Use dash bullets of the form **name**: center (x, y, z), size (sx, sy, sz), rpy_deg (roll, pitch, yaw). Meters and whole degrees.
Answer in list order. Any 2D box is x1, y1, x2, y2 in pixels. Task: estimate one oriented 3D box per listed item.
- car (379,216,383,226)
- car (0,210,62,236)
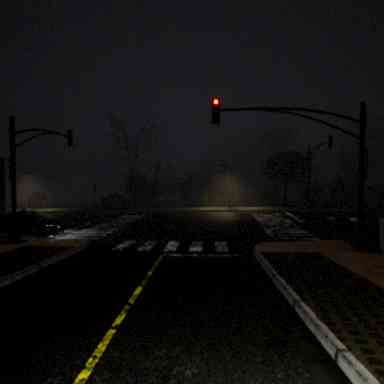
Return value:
- **car**: center (12.535, 1.589, 17.946), size (4.181, 1.385, 1.994), rpy_deg (-1, 2, 6)
- **car**: center (-10.441, 1.863, 20.242), size (4.892, 1.490, 1.837), rpy_deg (0, 2, 6)
